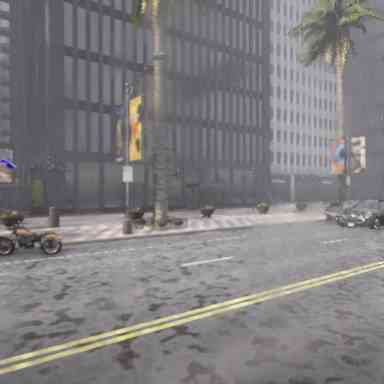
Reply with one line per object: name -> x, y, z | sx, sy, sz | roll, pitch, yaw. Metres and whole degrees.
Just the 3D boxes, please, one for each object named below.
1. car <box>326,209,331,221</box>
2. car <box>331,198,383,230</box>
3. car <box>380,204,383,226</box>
car -> 11.975, 1.402, 24.842 | 4.892, 1.521, 2.231 | 0, 0, -36
car -> 10.966, 1.284, 20.445 | 4.553, 1.767, 2.097 | 0, 0, -36
car -> 11.669, 1.441, 16.646 | 4.892, 1.490, 1.837 | 0, 0, -36
